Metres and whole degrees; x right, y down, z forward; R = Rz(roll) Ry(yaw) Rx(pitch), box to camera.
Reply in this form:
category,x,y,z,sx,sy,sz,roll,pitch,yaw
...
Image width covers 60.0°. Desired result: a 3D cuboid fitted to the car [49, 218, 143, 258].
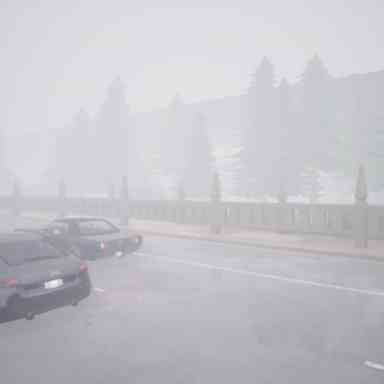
category,x,y,z,sx,sy,sz,roll,pitch,yaw
car,-3.967,1.513,11.137,4.718,1.301,1.895,1,1,36

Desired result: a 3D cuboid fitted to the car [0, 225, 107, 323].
category,x,y,z,sx,sy,sz,roll,pitch,yaw
car,-3.987,1.511,6.844,4.181,1.385,1.994,1,1,36
